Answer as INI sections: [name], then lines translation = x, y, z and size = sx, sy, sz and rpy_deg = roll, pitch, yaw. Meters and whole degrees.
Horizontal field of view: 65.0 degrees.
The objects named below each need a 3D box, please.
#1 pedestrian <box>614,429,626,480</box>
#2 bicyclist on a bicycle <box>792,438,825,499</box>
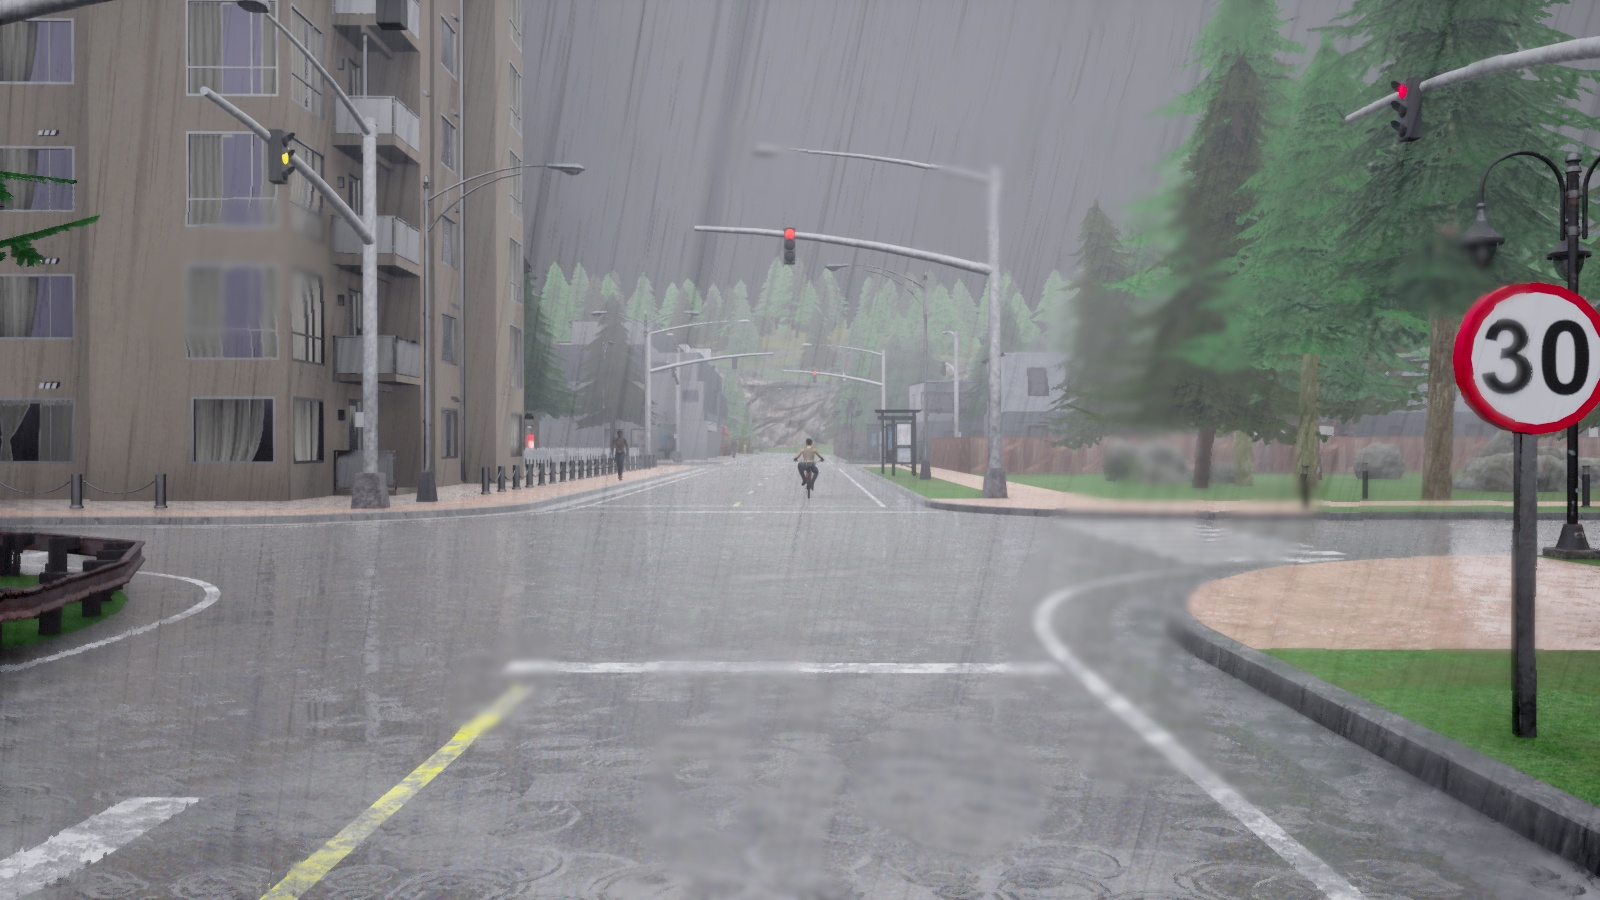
[pedestrian]
translation = -6.370, 0.151, 44.420
size = 0.328, 1.805, 0.869
rpy_deg = 0, 0, 0
[bicyclist on a bicycle]
translation = 0.241, 0.490, 34.329
size = 0.866, 1.612, 1.509
rpy_deg = 0, 0, 1
